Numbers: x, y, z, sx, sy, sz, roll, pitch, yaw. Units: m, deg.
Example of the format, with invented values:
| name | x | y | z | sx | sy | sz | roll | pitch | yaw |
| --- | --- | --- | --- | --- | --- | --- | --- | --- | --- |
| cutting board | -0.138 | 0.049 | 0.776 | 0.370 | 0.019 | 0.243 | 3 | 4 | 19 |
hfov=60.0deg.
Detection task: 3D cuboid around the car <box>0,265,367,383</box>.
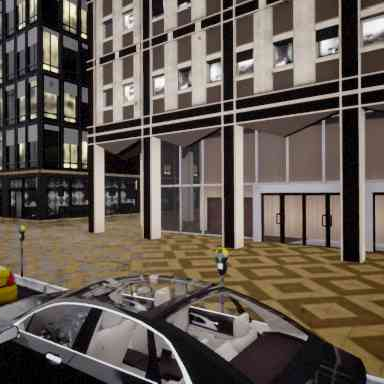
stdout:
| name | x | y | z | sx | sy | sz | roll | pitch | yaw |
| --- | --- | --- | --- | --- | --- | --- | --- | --- | --- |
| car | -0.650 | 1.551 | 3.346 | 4.403 | 1.369 | 2.008 | 0 | 0 | 36 |
